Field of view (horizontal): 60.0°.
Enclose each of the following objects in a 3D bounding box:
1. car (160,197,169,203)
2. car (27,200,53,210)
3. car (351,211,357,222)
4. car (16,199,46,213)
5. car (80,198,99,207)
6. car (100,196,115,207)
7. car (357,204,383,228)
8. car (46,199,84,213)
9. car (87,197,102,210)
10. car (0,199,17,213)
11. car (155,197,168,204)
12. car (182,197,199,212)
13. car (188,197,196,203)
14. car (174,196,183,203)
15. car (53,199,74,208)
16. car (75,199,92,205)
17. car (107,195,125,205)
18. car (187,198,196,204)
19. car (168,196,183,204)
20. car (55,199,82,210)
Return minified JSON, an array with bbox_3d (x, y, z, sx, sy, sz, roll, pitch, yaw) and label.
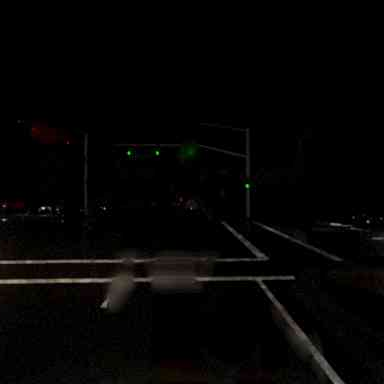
[{"bbox_3d":[-6.869,1.979,84.188,1.812,1.442,4.674,0,0,1],"label":"car"},{"bbox_3d":[-22.170,1.862,48.666,1.994,1.385,4.181,0,0,0],"label":"car"},{"bbox_3d":[14.347,1.654,24.514,4.892,1.490,1.837,0,0,1],"label":"car"},{"bbox_3d":[-18.697,1.796,40.525,2.033,1.411,5.357,0,0,0],"label":"car"},{"bbox_3d":[-18.645,1.876,60.711,1.837,1.490,4.892,0,0,0],"label":"car"},{"bbox_3d":[-15.163,1.914,57.283,1.994,1.385,4.181,0,0,0],"label":"car"},{"bbox_3d":[13.592,1.619,21.023,4.902,1.511,2.128,0,0,1],"label":"car"},{"bbox_3d":[-15.160,1.737,39.970,2.128,1.511,4.902,0,0,0],"label":"car"},{"bbox_3d":[-15.169,1.863,48.873,1.994,1.385,4.181,0,0,0],"label":"car"},{"bbox_3d":[-22.160,1.598,40.036,2.097,1.767,4.553,0,0,0],"label":"car"},{"bbox_3d":[-7.073,1.987,73.827,2.033,1.411,5.357,0,0,1],"label":"car"},{"bbox_3d":[-0.065,1.787,42.817,1.812,1.442,4.674,0,0,0],"label":"car"},{"bbox_3d":[0.129,1.931,84.015,1.882,1.535,5.008,0,0,1],"label":"car"},{"bbox_3d":[-3.371,1.809,84.072,2.097,1.767,4.553,0,0,1],"label":"car"},{"bbox_3d":[-22.152,1.877,57.408,1.812,1.442,4.674,0,0,0],"label":"car"},{"bbox_3d":[-22.100,2.009,67.691,1.895,1.301,4.718,0,0,0],"label":"car"},{"bbox_3d":[-15.102,1.638,67.766,2.150,2.045,5.566,0,0,0],"label":"car"},{"bbox_3d":[-0.072,1.972,73.834,1.812,1.442,4.674,0,0,1],"label":"car"},{"bbox_3d":[-3.569,2.004,74.242,1.994,1.385,4.181,0,0,1],"label":"car"},{"bbox_3d":[-18.672,1.857,50.596,2.033,1.411,5.357,0,0,0],"label":"car"}]
